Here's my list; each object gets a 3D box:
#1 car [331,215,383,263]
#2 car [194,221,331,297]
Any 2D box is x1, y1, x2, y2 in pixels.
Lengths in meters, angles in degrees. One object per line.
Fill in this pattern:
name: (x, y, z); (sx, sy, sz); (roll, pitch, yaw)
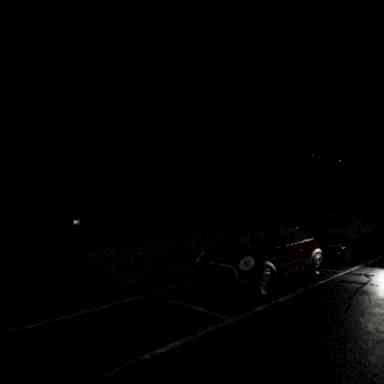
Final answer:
car: (5.795, 1.797, 13.033); (4.403, 1.369, 2.008); (1, -2, -45)
car: (1.922, 1.650, 9.190); (4.097, 1.590, 1.967); (1, -2, -45)
